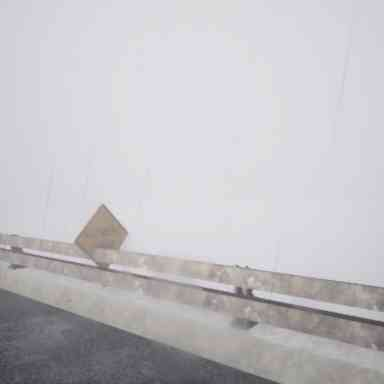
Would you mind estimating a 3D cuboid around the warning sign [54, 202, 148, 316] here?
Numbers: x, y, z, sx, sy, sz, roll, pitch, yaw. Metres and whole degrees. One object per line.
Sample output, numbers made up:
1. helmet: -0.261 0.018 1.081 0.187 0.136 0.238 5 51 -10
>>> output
1. warning sign: -1.715 1.142 6.374 1.060 1.860 1.300 -2 0 36
